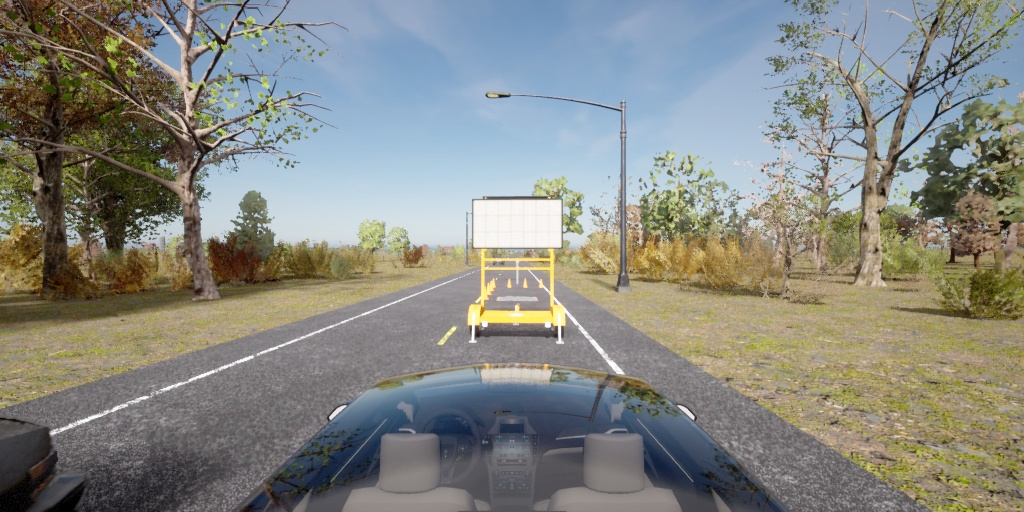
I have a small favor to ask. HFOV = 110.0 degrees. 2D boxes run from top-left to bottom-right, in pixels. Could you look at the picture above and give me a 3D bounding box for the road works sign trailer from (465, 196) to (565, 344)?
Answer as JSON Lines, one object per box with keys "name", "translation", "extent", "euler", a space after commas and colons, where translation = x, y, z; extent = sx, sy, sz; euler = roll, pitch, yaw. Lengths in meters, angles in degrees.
{"name": "road works sign trailer", "translation": [0.148, 0.211, 9.626], "extent": [2.380, 3.560, 2.880], "euler": [0, 0, 2]}
